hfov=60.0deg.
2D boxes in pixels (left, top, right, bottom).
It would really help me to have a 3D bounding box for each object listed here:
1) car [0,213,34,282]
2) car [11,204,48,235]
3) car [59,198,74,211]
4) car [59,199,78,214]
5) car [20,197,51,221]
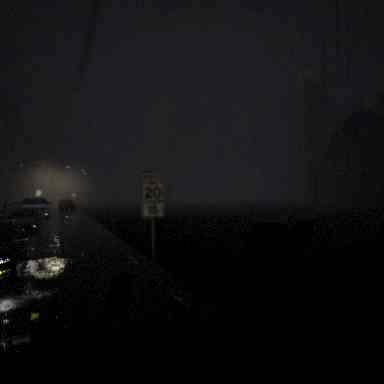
[{"bbox_3d":[-5.895,1.594,9.662,1.837,1.490,4.892,-1,0,-22],"label":"car"},{"bbox_3d":[-9.819,1.699,19.501,2.033,1.411,5.357,-1,0,-22],"label":"car"},{"bbox_3d":[-18.066,1.755,47.899,1.882,1.535,5.008,-1,0,-22],"label":"car"},{"bbox_3d":[-14.271,1.748,38.485,1.812,1.442,4.674,-1,0,-21],"label":"car"},{"bbox_3d":[-13.752,1.433,29.389,2.150,2.045,5.566,-1,0,-22],"label":"car"}]
